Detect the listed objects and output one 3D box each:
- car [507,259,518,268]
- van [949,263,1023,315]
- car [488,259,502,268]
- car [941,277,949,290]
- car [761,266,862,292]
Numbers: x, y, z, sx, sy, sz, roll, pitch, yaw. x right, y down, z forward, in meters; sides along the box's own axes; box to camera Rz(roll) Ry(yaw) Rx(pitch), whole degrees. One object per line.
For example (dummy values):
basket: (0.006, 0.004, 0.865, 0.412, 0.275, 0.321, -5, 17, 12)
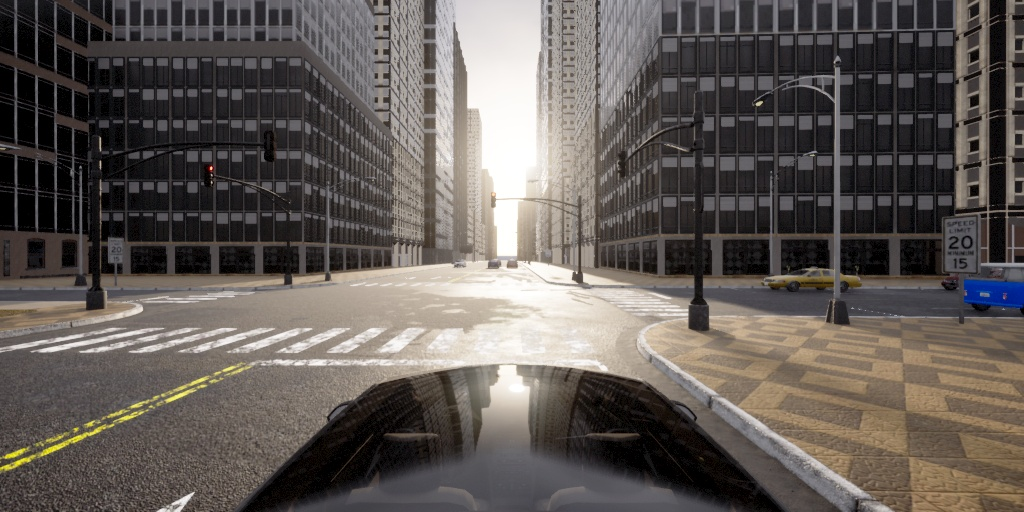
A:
car: (0.045, 1.425, 63.647, 1.994, 1.385, 4.181, 0, 0, 0)
van: (18.366, 1.119, 12.462, 3.998, 1.789, 1.690, 0, 0, 2)
car: (-3.206, 1.335, 62.817, 1.882, 1.535, 5.008, 0, 0, 0)
car: (26.935, 1.356, 20.143, 4.207, 1.307, 1.802, 0, 0, 2)
car: (17.101, 1.293, 20.635, 4.829, 1.417, 1.751, 0, 0, 2)
